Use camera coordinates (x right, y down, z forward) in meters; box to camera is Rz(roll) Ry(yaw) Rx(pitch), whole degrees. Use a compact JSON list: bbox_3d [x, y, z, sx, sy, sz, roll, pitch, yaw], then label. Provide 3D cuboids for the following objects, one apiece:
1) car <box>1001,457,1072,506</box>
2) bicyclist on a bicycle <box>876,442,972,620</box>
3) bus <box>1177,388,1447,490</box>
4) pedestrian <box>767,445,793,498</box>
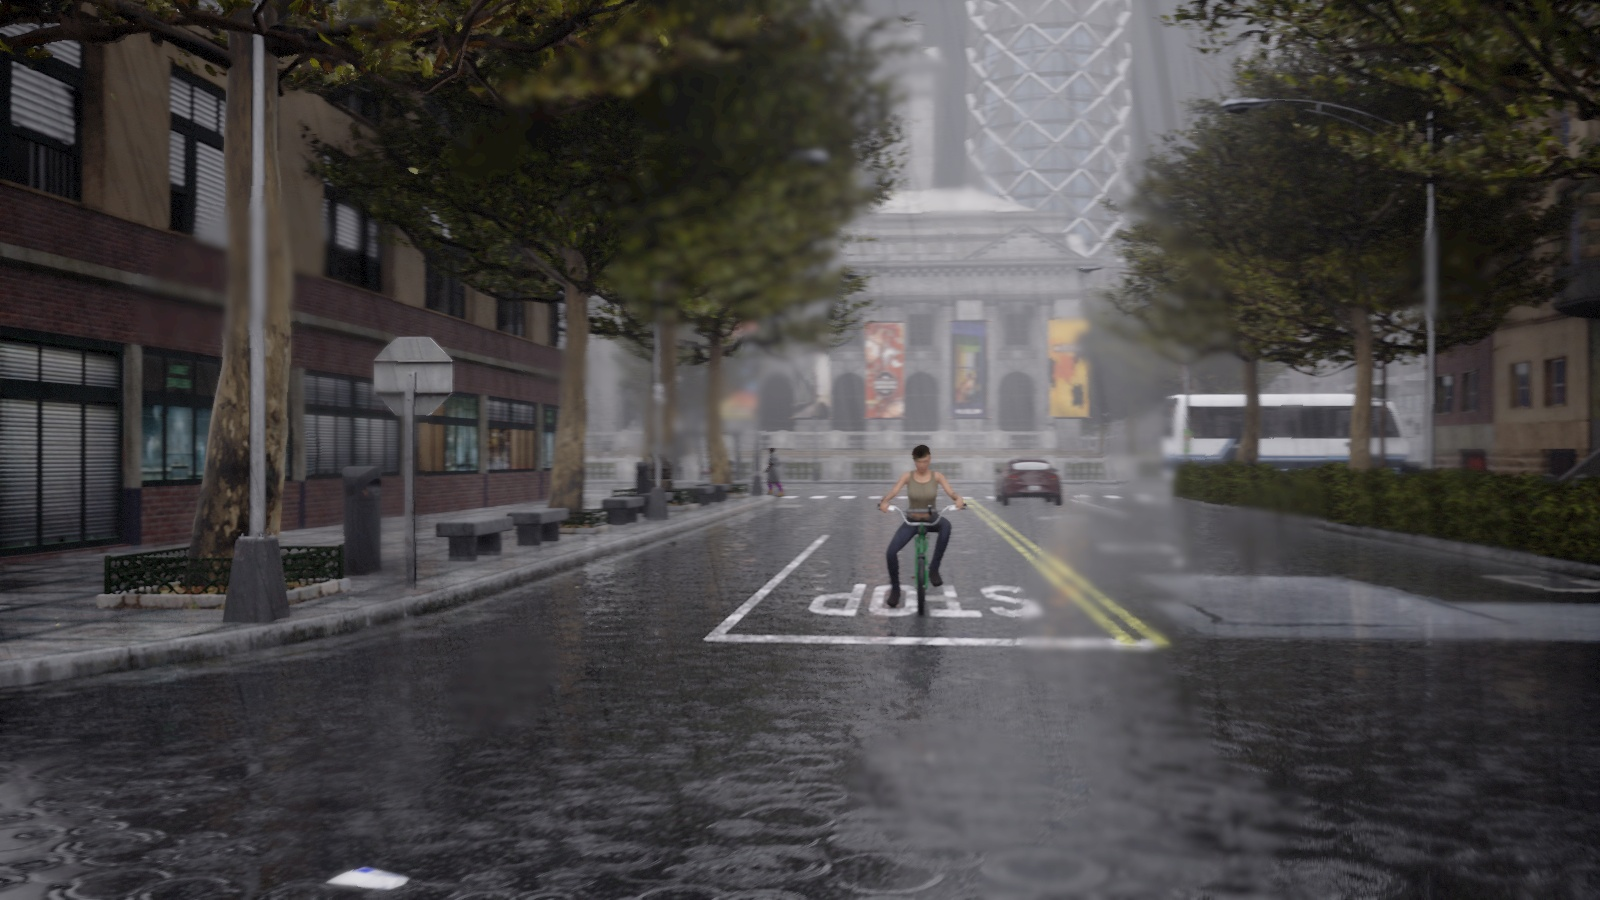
[{"bbox_3d":[7.440,0.954,39.818,1.812,1.442,4.674,0,0,6],"label":"car"},{"bbox_3d":[1.223,0.743,12.229,0.866,1.612,1.509,0,0,7],"label":"bicyclist on a bicycle"},{"bbox_3d":[22.279,-0.429,55.258,10.273,4.253,3.944,0,0,6],"label":"bus"},{"bbox_3d":[-0.743,0.798,46.606,0.873,1.952,0.659,0,0,9],"label":"pedestrian"}]
